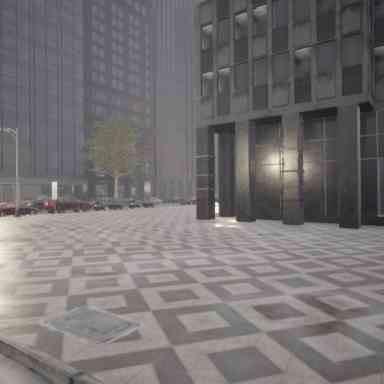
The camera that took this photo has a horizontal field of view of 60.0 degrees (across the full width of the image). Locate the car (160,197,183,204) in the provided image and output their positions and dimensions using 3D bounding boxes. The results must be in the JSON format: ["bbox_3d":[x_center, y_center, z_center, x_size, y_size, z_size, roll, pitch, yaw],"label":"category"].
[{"bbox_3d":[-3.822,1.574,62.583,1.947,1.339,4.313,-1,0,35],"label":"car"}]

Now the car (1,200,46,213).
[{"bbox_3d":[-19.874,1.643,39.401,1.947,1.339,4.313,-1,0,35],"label":"car"}]

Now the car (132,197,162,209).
[{"bbox_3d":[-6.448,1.509,43.816,1.947,1.339,4.313,-1,0,35],"label":"car"}]

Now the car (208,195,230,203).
[{"bbox_3d":[5.461,1.416,65.535,2.128,1.511,4.902,-1,0,35],"label":"car"}]

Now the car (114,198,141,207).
[{"bbox_3d":[-10.243,1.613,53.310,1.802,1.307,4.206,-1,0,35],"label":"car"}]

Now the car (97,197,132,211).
[{"bbox_3d":[-9.658,1.525,39.181,1.947,1.339,4.313,-1,0,35],"label":"car"}]

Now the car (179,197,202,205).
[{"bbox_3d":[-0.218,1.506,57.319,1.994,1.385,4.181,-1,0,34],"label":"car"}]

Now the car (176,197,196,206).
[{"bbox_3d":[-0.029,1.462,53.088,1.887,1.381,4.507,-1,0,35],"label":"car"}]

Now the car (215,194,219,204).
[{"bbox_3d":[3.180,1.222,57.725,2.192,1.841,5.009,-1,0,35],"label":"car"}]

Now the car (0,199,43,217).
[{"bbox_3d":[-16.078,1.577,29.909,1.802,1.307,4.206,-1,0,35],"label":"car"}]

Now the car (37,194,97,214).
[{"bbox_3d":[-12.870,1.290,34.546,2.192,1.841,5.009,-1,0,35],"label":"car"}]

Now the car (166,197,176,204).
[{"bbox_3d":[-2.408,1.290,59.614,1.895,1.301,4.718,-1,0,35],"label":"car"}]

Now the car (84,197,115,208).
[{"bbox_3d":[-13.455,1.484,48.673,1.967,1.590,4.097,-1,0,35],"label":"car"}]

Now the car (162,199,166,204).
[{"bbox_3d":[-7.130,1.544,57.806,1.752,1.417,4.829,-1,0,35],"label":"car"}]

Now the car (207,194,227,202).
[{"bbox_3d":[5.808,1.296,76.493,2.192,1.841,5.009,-1,0,35],"label":"car"}]

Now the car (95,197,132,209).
[{"bbox_3d":[-11.043,1.501,47.297,2.128,1.511,4.902,-1,0,35],"label":"car"}]
